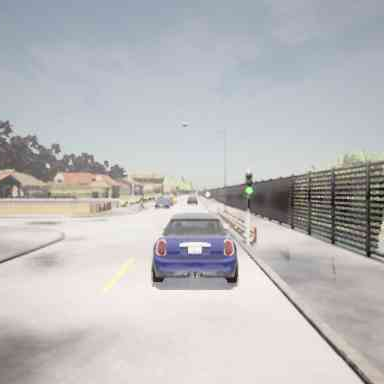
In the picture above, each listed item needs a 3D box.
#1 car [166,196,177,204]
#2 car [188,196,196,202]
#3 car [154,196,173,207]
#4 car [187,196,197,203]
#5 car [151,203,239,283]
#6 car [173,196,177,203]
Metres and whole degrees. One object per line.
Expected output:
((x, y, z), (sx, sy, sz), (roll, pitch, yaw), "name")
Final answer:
((-4.015, 1.581, 66.759), (1.882, 1.535, 5.008), (0, 0, 0), "car")
((-0.024, 1.652, 82.900), (1.812, 1.442, 4.674), (0, 0, 0), "car")
((-4.098, 1.598, 46.728), (1.812, 1.442, 4.674), (0, 0, 0), "car")
((0.086, 1.665, 66.086), (1.994, 1.385, 4.181), (0, 0, 0), "car")
((0.076, 1.367, 9.839), (2.097, 1.767, 4.553), (0, 0, 0), "car")
((-4.083, 1.635, 56.496), (2.033, 1.411, 5.357), (0, 0, 0), "car")
